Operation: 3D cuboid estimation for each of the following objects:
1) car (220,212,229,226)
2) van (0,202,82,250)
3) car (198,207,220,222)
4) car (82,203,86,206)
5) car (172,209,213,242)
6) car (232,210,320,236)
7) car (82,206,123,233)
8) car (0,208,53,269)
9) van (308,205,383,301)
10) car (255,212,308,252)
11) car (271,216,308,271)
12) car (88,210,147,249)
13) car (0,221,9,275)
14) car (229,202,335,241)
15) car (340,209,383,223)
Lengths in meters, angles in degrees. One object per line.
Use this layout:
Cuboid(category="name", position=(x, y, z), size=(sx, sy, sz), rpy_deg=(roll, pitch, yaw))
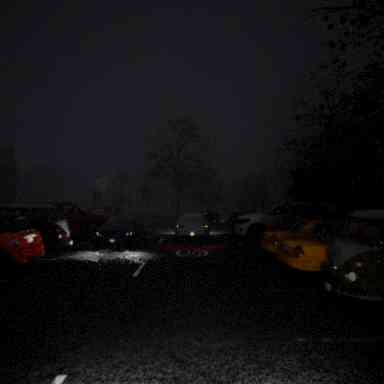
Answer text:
Cuboid(category="car", position=(5.041, 1.713, 23.401), size=(5.566, 2.045, 2.435), rpy_deg=(0, -2, 0))
Cuboid(category="van", position=(-7.059, 1.471, 13.372), size=(4.442, 1.987, 1.878), rpy_deg=(0, -1, 0))
Cuboid(category="car", position=(1.460, 2.301, 32.802), size=(2.128, 1.511, 4.902), rpy_deg=(-1, -2, 20))
Cuboid(category="car", position=(-7.177, 1.902, 25.511), size=(4.553, 1.767, 2.185), rpy_deg=(0, -2, 0))
Cuboid(category="car", position=(0.009, 1.863, 18.388), size=(1.812, 1.442, 4.674), rpy_deg=(0, -2, 0))
Cuboid(category="car", position=(5.076, 1.885, 20.725), size=(4.892, 1.521, 2.231), rpy_deg=(0, -2, 0))
Cuboid(category="car", position=(-7.190, 1.936, 22.473), size=(5.008, 1.535, 2.097), rpy_deg=(0, -2, 0))
Cuboid(category="car", position=(-7.144, 1.506, 10.334), size=(4.553, 1.767, 2.185), rpy_deg=(0, -1, 0))
Cuboid(category="van", position=(4.975, 1.344, 6.768), size=(4.442, 1.987, 1.878), rpy_deg=(0, -1, 0))
Cuboid(category="car", position=(5.279, 1.667, 12.219), size=(5.366, 1.575, 1.946), rpy_deg=(0, -1, 0))
Cuboid(category="car", position=(5.278, 1.615, 9.558), size=(5.366, 1.575, 1.946), rpy_deg=(0, -1, 0))
Cuboid(category="car", position=(-3.331, 1.807, 16.238), size=(1.812, 1.442, 4.674), rpy_deg=(0, -1, 0))
Cuboid(category="car", position=(-7.361, 1.578, 7.414), size=(5.366, 1.575, 1.946), rpy_deg=(0, -1, 0))
Cuboid(category="car", position=(5.065, 1.552, 17.940), size=(5.566, 2.045, 2.435), rpy_deg=(0, -2, 0))
Cuboid(category="car", position=(17.671, 2.430, 34.088), size=(4.181, 1.385, 1.994), rpy_deg=(-1, -3, 13))
